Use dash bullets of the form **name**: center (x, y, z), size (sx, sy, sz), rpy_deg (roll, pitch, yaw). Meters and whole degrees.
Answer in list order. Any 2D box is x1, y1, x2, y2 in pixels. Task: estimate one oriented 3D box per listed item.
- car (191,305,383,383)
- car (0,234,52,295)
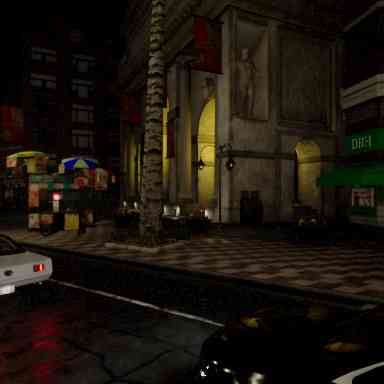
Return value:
- **car**: center (2.233, 1.505, 2.236), size (4.892, 1.490, 1.837), rpy_deg (0, 0, 36)
- **car**: center (-5.378, 1.601, 7.690), size (4.718, 1.301, 1.895), rpy_deg (0, 0, 35)
